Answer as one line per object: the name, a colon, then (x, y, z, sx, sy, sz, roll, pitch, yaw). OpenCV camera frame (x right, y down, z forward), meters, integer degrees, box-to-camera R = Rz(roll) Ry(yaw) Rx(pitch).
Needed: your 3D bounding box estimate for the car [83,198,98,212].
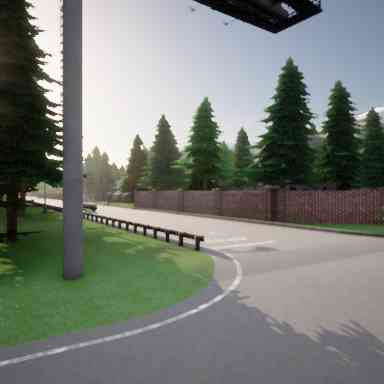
car: (-11.515, 1.365, 35.022, 2.033, 1.411, 5.357, 0, 0, -32)
